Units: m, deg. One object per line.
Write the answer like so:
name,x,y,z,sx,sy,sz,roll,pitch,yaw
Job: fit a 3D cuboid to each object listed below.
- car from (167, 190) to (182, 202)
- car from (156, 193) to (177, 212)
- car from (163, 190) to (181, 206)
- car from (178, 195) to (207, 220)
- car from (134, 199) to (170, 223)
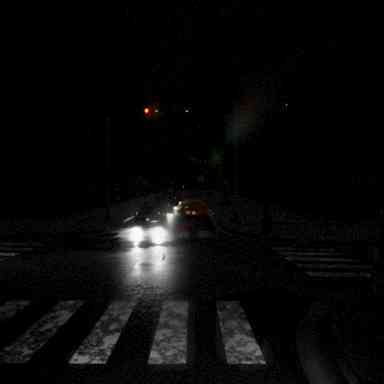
car,-2.822,0.632,54.147,2.097,1.767,4.553,0,1,0
car,-2.866,1.169,33.770,1.837,1.490,4.892,0,1,0
car,-2.863,0.710,43.759,2.150,2.045,5.566,0,1,0
car,0.124,1.269,25.782,1.882,1.535,5.008,0,1,0
car,-2.863,1.424,23.674,1.895,1.301,4.718,0,1,0
